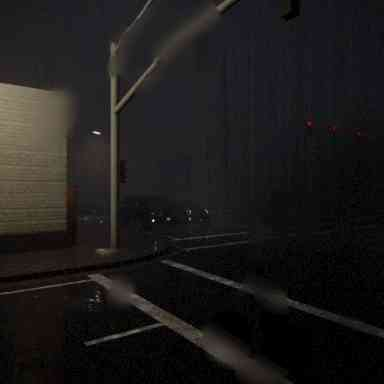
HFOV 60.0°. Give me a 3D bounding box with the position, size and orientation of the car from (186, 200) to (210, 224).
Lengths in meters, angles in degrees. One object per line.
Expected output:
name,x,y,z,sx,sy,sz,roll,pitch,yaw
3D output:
car,-0.663,1.407,25.091,2.097,1.767,4.553,0,0,-35

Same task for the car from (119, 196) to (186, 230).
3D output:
car,-3.032,1.277,22.379,2.150,2.045,5.566,0,0,-36

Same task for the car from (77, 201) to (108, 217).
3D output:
car,-10.162,1.619,32.377,1.994,1.385,4.181,0,0,-35

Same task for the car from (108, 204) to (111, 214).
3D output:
car,-7.388,1.619,34.516,1.994,1.385,4.181,0,0,-35
